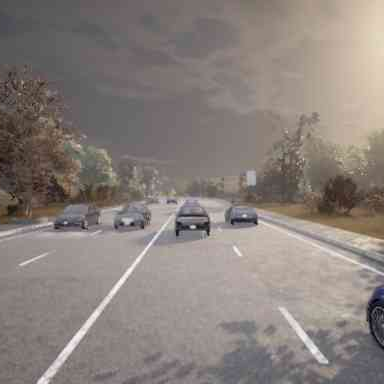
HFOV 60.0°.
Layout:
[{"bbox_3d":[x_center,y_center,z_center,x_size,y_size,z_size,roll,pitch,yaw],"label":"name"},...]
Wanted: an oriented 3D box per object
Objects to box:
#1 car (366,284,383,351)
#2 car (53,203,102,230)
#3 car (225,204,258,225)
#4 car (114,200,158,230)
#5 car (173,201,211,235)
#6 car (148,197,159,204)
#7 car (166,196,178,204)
[{"bbox_3d":[3.583,1.525,3.167,1.812,1.442,4.674,0,0,0],"label":"car"},{"bbox_3d":[-7.164,1.509,21.222,1.837,1.490,4.892,0,0,0],"label":"car"},{"bbox_3d":[3.525,1.564,24.273,1.994,1.385,4.181,0,0,0],"label":"car"},{"bbox_3d":[-3.666,1.494,21.229,2.128,1.511,4.902,0,0,0],"label":"car"},{"bbox_3d":[0.043,1.493,18.686,2.128,1.511,4.902,0,0,0],"label":"car"},{"bbox_3d":[-7.231,1.572,62.171,1.994,1.385,4.181,0,0,0],"label":"car"},{"bbox_3d":[-3.730,1.485,62.083,1.882,1.535,5.008,0,0,0],"label":"car"}]
